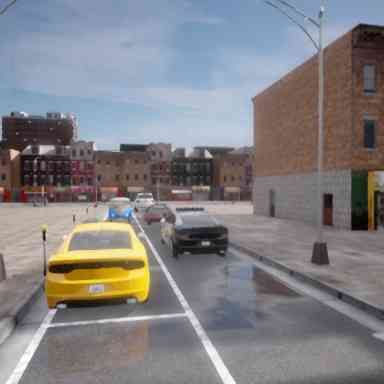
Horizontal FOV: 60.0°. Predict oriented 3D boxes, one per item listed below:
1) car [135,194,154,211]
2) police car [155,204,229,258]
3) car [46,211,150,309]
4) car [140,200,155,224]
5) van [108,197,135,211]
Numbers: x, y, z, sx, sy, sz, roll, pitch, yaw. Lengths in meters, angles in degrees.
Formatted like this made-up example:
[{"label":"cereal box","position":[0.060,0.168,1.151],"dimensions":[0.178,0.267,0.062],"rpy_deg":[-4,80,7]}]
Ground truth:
[{"label":"car","position":[-5.686,1.215,39.244],"dimensions":[2.150,2.045,5.566],"rpy_deg":[0,0,-12]},{"label":"police car","position":[-0.111,1.415,13.002],"dimensions":[1.930,1.638,5.238],"rpy_deg":[0,0,-12]},{"label":"car","position":[-2.122,1.474,8.023],"dimensions":[1.882,1.535,5.008],"rpy_deg":[0,0,-12]},{"label":"car","position":[-2.452,1.554,24.233],"dimensions":[1.994,1.385,4.181],"rpy_deg":[0,0,-12]},{"label":"van","position":[-5.313,1.334,24.570],"dimensions":[1.690,1.788,3.998],"rpy_deg":[-1,0,-12]}]
